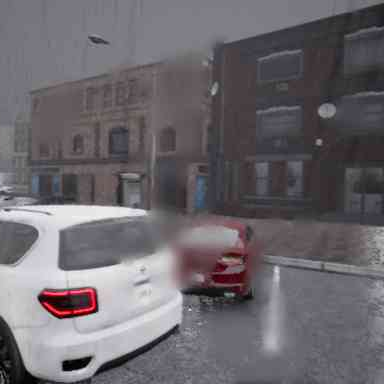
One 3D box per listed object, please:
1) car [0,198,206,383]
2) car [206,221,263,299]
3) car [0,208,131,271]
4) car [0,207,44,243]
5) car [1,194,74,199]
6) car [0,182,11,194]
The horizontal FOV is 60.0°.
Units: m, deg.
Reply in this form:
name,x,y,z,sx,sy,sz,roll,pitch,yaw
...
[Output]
name,x,y,z,sx,sy,sz,roll,pitch,yaw
car,-2.738,1.216,5.260,5.566,2.045,2.150,0,0,35
car,0.729,1.475,8.548,2.097,1.535,5.008,0,-1,15
car,-4.234,1.469,11.986,2.097,1.535,5.008,1,-1,14
car,-9.260,1.502,15.350,2.002,1.452,4.674,0,-1,13
car,-6.742,1.214,13.648,2.435,2.045,5.566,1,-1,14
car,-29.272,-0.428,50.048,5.566,2.045,2.435,1,6,6
